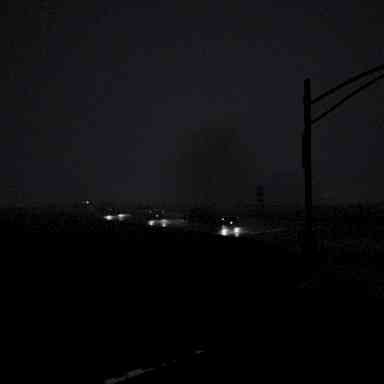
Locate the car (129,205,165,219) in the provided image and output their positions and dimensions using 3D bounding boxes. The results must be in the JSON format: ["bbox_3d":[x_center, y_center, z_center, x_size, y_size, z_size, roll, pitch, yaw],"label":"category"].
[{"bbox_3d":[-4.646,2.030,34.000,1.895,1.301,4.718,-1,0,-35],"label":"car"}]

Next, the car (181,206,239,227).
[{"bbox_3d":[1.233,1.838,25.801,2.033,1.411,5.357,-1,0,-36],"label":"car"}]

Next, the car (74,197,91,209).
[{"bbox_3d":[-20.415,2.027,62.271,2.150,2.045,5.566,-1,0,-36],"label":"car"}]

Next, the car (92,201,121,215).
[{"bbox_3d":[-10.728,2.077,42.479,1.837,1.490,4.892,-1,0,-35],"label":"car"}]

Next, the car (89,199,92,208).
[{"bbox_3d":[-14.354,2.153,53.836,2.128,1.511,4.902,-1,0,-35],"label":"car"}]
